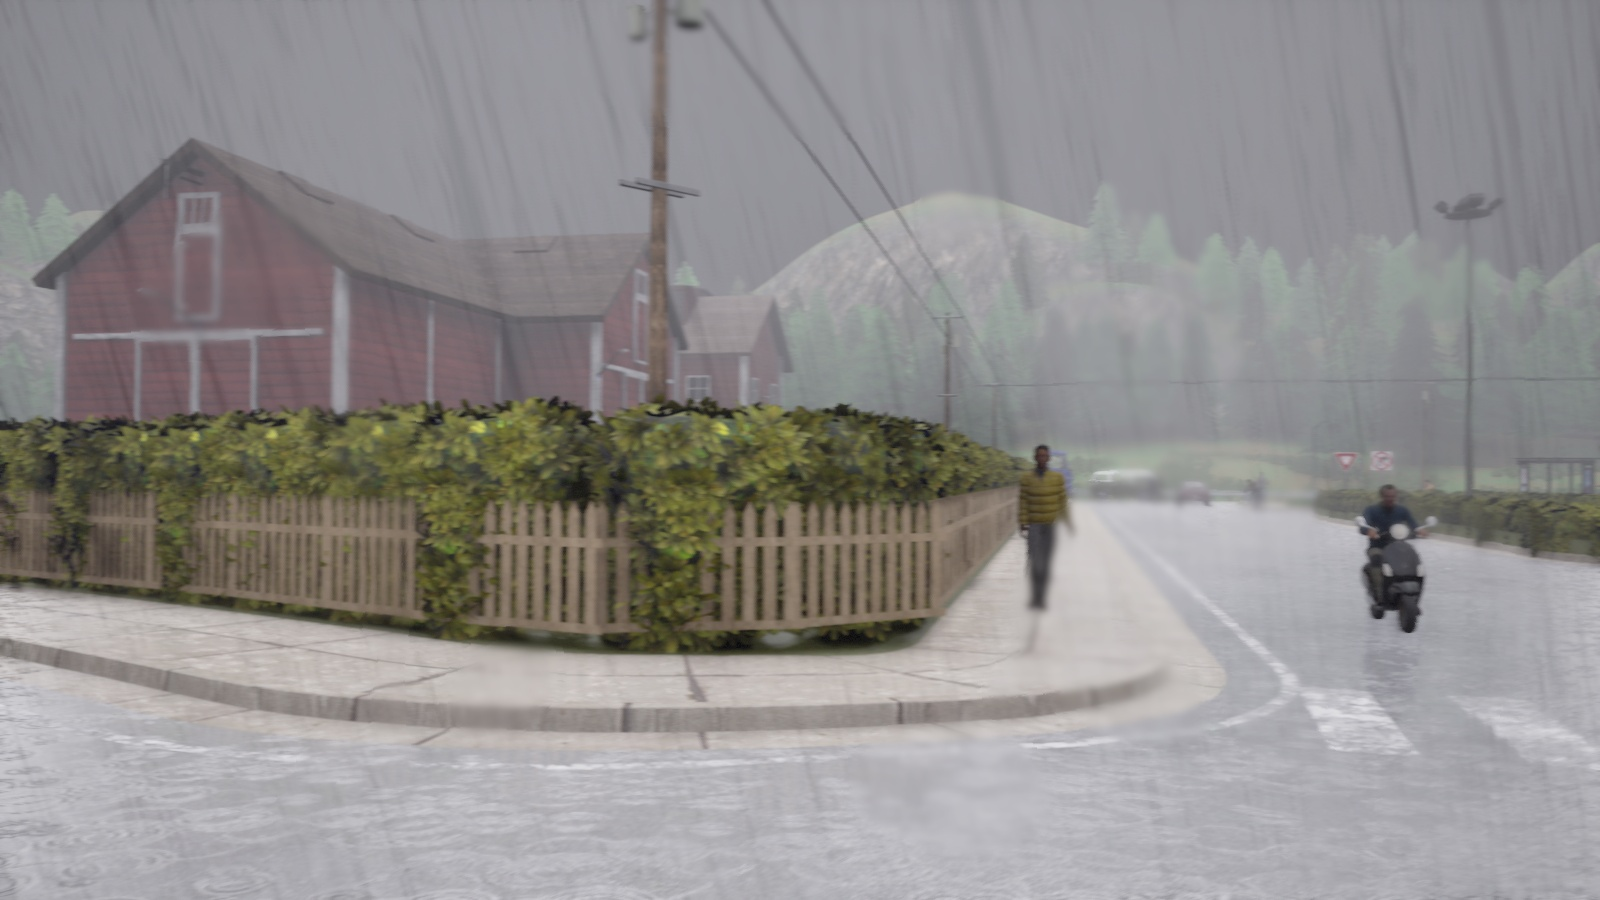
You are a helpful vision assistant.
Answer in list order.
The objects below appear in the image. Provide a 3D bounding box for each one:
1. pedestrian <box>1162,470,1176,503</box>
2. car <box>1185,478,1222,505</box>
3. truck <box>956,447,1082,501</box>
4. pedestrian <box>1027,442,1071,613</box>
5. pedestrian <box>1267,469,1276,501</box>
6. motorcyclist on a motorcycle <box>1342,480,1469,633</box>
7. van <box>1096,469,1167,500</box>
[{"bbox_3d":[22.167,2.190,75.513,0.692,1.930,0.396,0,-1,-25],"label":"pedestrian"},{"bbox_3d":[22.991,2.352,71.644,1.812,1.442,4.674,0,-1,15],"label":"car"},{"bbox_3d":[14.305,1.561,81.962,7.936,3.462,2.891,0,-1,13],"label":"truck"},{"bbox_3d":[2.770,0.840,13.927,0.431,1.840,0.709,0,-1,14],"label":"pedestrian"},{"bbox_3d":[26.820,1.973,71.400,0.354,1.836,0.706,0,-1,10],"label":"pedestrian"},{"bbox_3d":[6.754,1.138,14.115,0.866,1.590,1.817,0,-1,12],"label":"motorcyclist on a motorcycle"},{"bbox_3d":[22.059,2.295,83.801,4.480,2.038,2.069,0,-1,13],"label":"van"}]
